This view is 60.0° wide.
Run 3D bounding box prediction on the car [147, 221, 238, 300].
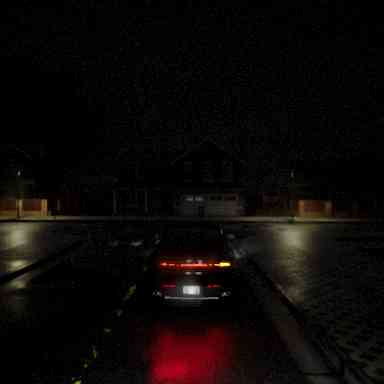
[{"bbox_3d":[0.055,1.502,8.356,1.837,1.490,4.892,0,0,2],"label":"car"}]
